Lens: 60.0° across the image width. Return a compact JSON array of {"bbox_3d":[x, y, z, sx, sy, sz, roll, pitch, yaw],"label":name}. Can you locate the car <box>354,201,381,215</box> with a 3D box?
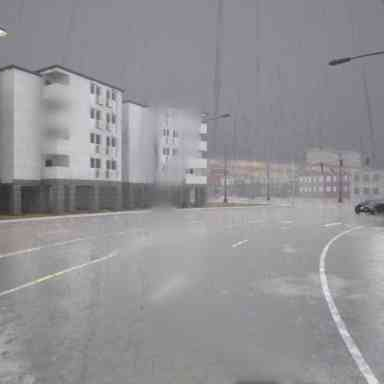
[{"bbox_3d":[18.779,1.578,34.510,4.181,1.385,1.994,0,0,-33],"label":"car"}]

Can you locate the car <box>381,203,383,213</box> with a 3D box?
[{"bbox_3d":[20.201,1.518,31.252,4.892,1.490,1.837,0,0,-34],"label":"car"}]
